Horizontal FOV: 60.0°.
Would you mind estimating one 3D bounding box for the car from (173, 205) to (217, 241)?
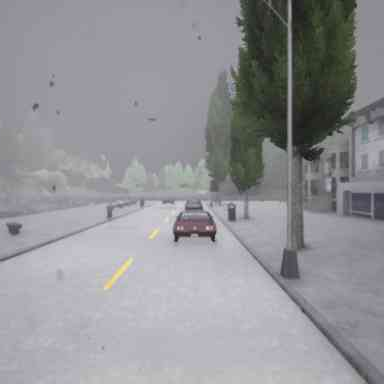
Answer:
[{"bbox_3d":[0.128,1.520,16.083,1.895,1.301,4.718,0,0,0],"label":"car"}]

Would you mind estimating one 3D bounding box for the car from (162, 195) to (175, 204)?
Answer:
[{"bbox_3d":[-3.860,1.273,55.207,2.033,1.411,5.357,0,0,0],"label":"car"}]

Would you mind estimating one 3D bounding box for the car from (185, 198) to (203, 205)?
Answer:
[{"bbox_3d":[0.190,1.376,37.265,1.994,1.385,4.181,0,0,0],"label":"car"}]
